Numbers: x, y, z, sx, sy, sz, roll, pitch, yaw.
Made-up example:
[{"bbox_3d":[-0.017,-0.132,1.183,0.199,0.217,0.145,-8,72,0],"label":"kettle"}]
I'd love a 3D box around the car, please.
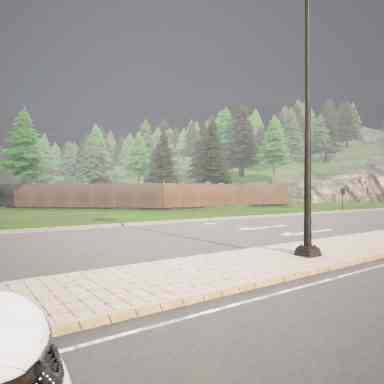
[{"bbox_3d":[-3.403,1.223,1.328,5.566,2.045,2.150,0,0,-35],"label":"car"}]
